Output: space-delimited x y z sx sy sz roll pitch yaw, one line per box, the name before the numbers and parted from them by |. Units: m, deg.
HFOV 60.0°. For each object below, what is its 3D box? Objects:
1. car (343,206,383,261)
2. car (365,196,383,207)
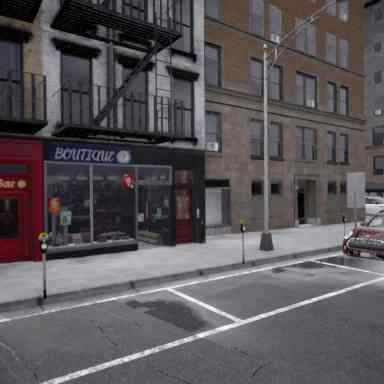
car | 7.043 1.442 11.592 4.097 1.590 1.967 0 -1 -36
car | 15.702 1.379 29.114 2.150 2.045 5.566 -1 0 -34
